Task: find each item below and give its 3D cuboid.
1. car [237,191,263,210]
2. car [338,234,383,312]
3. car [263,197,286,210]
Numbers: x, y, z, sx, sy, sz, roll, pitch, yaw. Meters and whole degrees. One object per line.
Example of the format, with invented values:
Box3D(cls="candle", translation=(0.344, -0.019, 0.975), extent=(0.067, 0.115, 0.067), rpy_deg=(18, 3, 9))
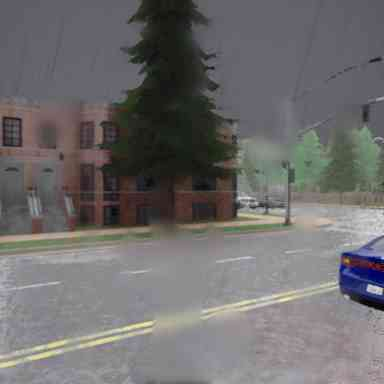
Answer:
Box3D(cls="car", translation=(5.026, 0.902, 37.420), extent=(2.150, 2.045, 5.566), rpy_deg=(0, 1, -30))
Box3D(cls="car", translation=(5.086, 1.417, 6.597), extent=(5.008, 1.535, 1.882), rpy_deg=(0, 0, -30))
Box3D(cls="car", translation=(8.888, 1.240, 37.688), extent=(1.994, 1.385, 4.181), rpy_deg=(0, 1, -29))
